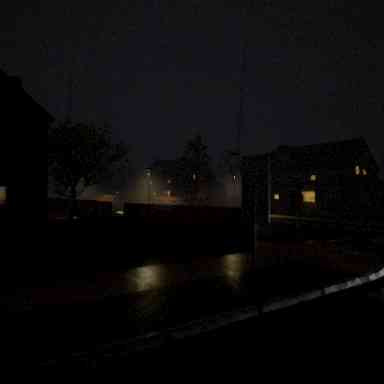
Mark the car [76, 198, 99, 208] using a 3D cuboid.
[{"bbox_3d":[-14.200,1.454,45.122,1.994,1.385,4.181,0,0,-36],"label":"car"}]

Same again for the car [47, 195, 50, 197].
[{"bbox_3d":[-34.619,1.342,78.072,2.033,1.411,5.357,0,0,-36],"label":"car"}]

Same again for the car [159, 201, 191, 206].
[{"bbox_3d":[-1.150,1.470,27.010,2.128,1.511,4.902,0,0,-36],"label":"car"}]
